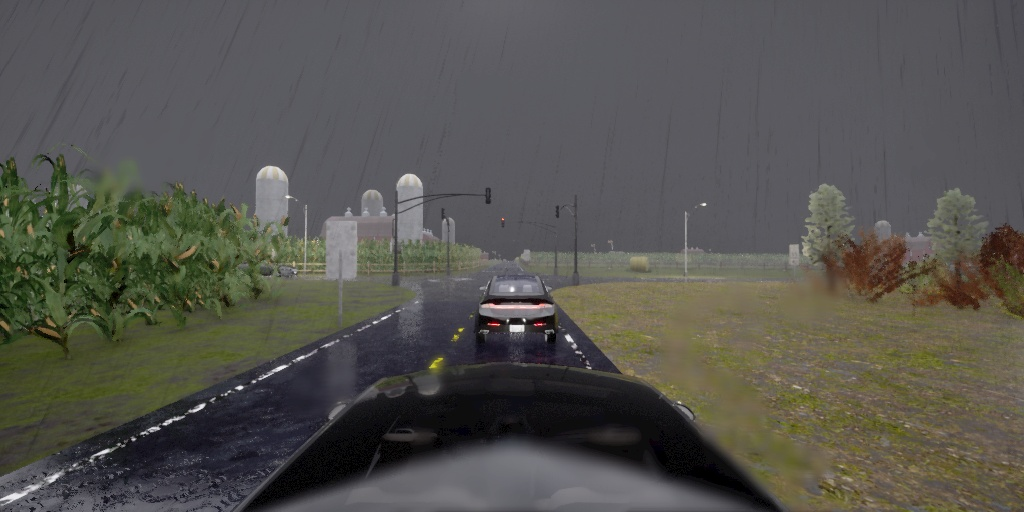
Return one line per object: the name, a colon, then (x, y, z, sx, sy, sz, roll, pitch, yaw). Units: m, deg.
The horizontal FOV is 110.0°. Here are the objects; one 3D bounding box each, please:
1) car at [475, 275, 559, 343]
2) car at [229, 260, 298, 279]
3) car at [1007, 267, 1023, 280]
car: (0.103, 1.245, 9.645, 2.128, 1.511, 4.902, 0, 0, 0)
car: (-19.934, 1.059, 28.805, 4.902, 1.511, 2.128, 0, -1, -4)
car: (48.674, 1.720, 33.485, 4.674, 1.442, 1.812, 1, -1, -5)
